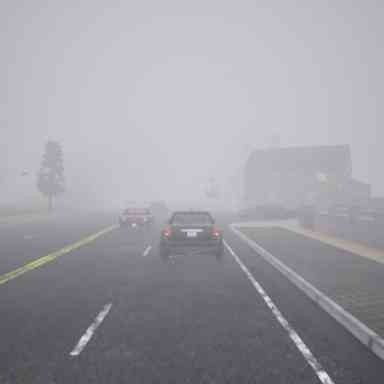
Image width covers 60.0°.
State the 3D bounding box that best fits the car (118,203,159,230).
[{"bbox_3d":[-3.452,1.663,21.827,1.895,1.301,4.718,0,0,-1],"label":"car"}]

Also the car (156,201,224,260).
[{"bbox_3d":[-0.031,1.388,12.771,2.097,1.767,4.553,0,0,-1],"label":"car"}]

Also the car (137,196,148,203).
[{"bbox_3d":[-11.341,1.645,76.050,1.882,1.535,5.008,0,0,-1],"label":"car"}]

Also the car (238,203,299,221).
[{"bbox_3d":[6.564,1.612,27.631,5.357,1.411,2.033,-1,0,1],"label":"car"}]

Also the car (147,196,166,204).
[{"bbox_3d":[-3.871,1.584,39.722,1.882,1.535,5.008,0,0,-1],"label":"car"}]

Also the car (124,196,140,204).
[{"bbox_3d":[-11.004,1.633,60.345,1.882,1.535,5.008,0,0,-1],"label":"car"}]

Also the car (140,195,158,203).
[{"bbox_3d":[-7.756,1.716,60.423,1.994,1.385,4.181,0,0,-1],"label":"car"}]
